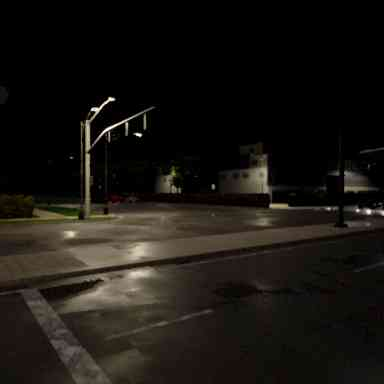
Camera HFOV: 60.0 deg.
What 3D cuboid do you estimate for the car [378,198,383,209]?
[{"bbox_3d":[25.404,1.346,40.770,4.553,1.767,2.097,0,0,-34],"label":"car"}]

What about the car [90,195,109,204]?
[{"bbox_3d":[-18.499,1.561,65.392,1.994,1.385,4.181,0,0,-34],"label":"car"}]

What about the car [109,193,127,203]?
[{"bbox_3d":[-15.736,1.218,67.539,2.150,2.045,5.566,0,0,-34],"label":"car"}]

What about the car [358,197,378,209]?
[{"bbox_3d":[23.886,1.499,43.957,4.892,1.490,1.837,0,0,-34],"label":"car"}]

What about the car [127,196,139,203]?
[{"bbox_3d":[-12.608,1.520,69.158,1.812,1.442,4.674,0,0,-34],"label":"car"}]
